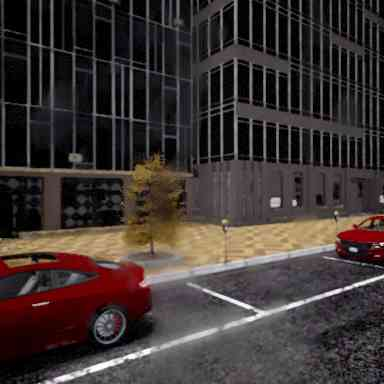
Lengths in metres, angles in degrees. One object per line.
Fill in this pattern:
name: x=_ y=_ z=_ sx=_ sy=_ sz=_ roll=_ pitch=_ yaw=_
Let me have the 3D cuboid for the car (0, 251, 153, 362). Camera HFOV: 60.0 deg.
car: x=-2.574 y=1.579 z=4.721 sx=4.206 sy=1.307 sz=1.802 roll=0 pitch=0 yaw=-36

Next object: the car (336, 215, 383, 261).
car: x=6.692 y=1.480 z=11.334 sx=4.507 sy=1.381 sz=1.887 roll=0 pitch=0 yaw=-36
